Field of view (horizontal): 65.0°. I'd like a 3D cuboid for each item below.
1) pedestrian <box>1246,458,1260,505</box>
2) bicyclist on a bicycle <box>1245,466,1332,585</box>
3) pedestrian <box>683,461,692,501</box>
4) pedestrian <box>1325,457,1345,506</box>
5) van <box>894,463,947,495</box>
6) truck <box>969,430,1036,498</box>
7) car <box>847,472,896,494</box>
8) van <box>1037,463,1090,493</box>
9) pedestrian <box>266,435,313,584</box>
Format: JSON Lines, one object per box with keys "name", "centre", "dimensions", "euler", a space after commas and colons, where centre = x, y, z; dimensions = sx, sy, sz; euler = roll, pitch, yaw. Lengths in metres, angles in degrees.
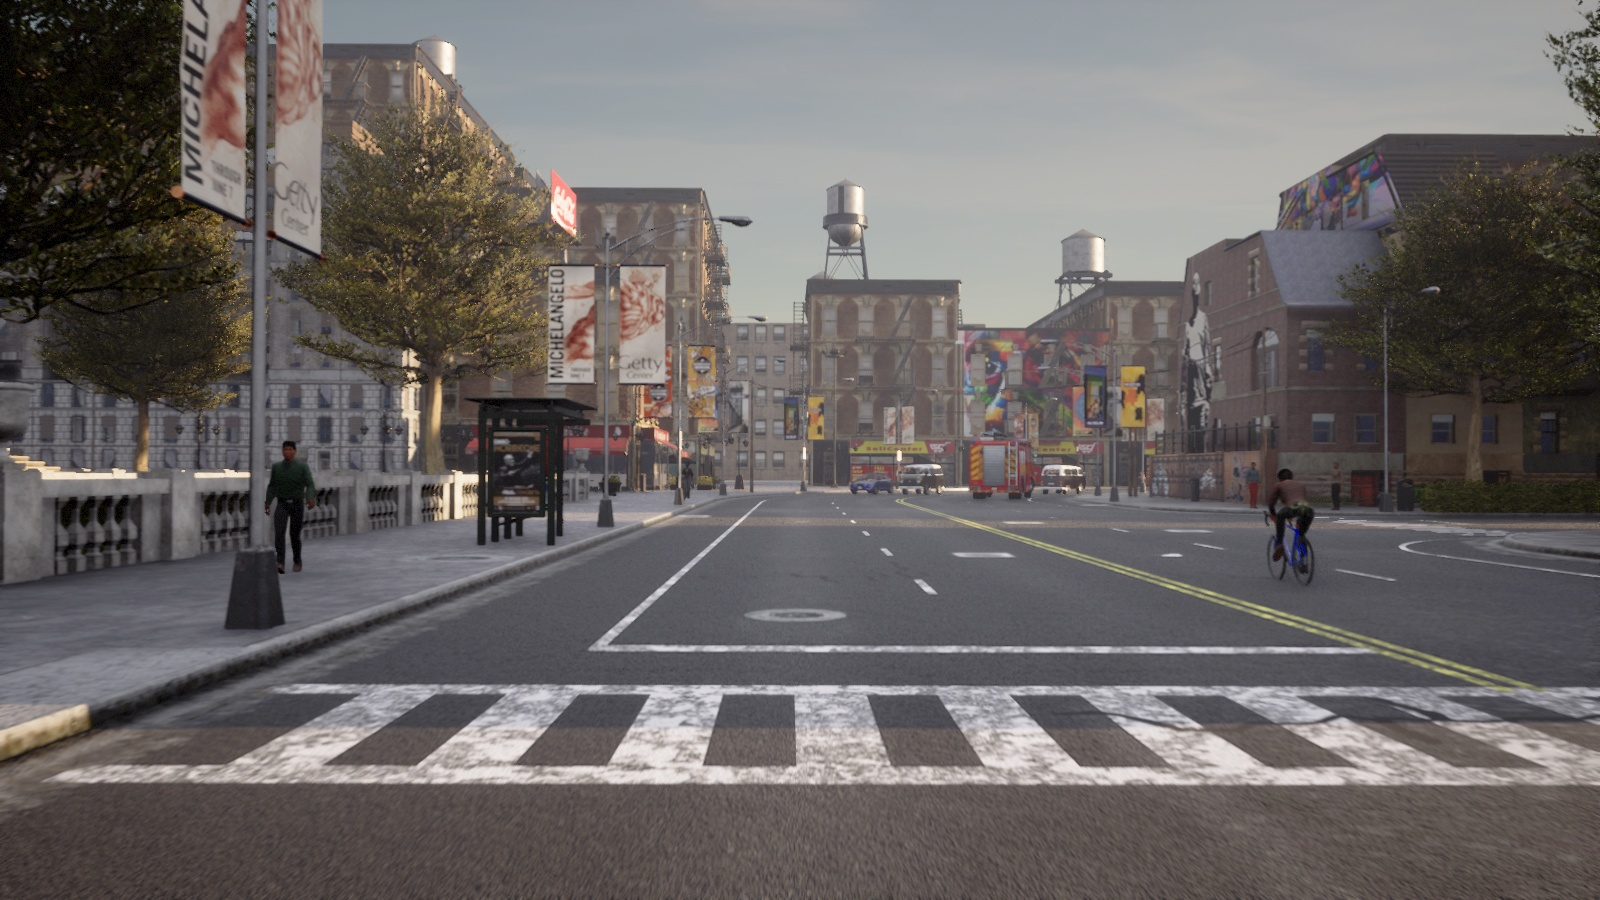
{"name": "pedestrian", "centre": [17.702, 1.224, 49.059], "dimensions": [0.353, 1.847, 0.614], "euler": [0, -1, 3]}
{"name": "bicyclist on a bicycle", "centre": [6.957, 1.041, 17.969], "dimensions": [0.582, 1.620, 1.656], "euler": [0, -1, 0]}
{"name": "pedestrian", "centre": [-5.551, 1.534, 61.979], "dimensions": [0.402, 1.930, 0.666], "euler": [0, -1, 2]}
{"name": "pedestrian", "centre": [20.005, 1.179, 46.945], "dimensions": [0.634, 1.846, 0.331], "euler": [0, -1, -20]}
{"name": "van", "centre": [8.110, 1.915, 83.933], "dimensions": [2.069, 2.038, 4.480], "euler": [-1, -1, 26]}
{"name": "truck", "centre": [12.142, 0.858, 74.834], "dimensions": [2.891, 3.827, 8.468], "euler": [-1, -1, 16]}
{"name": "car", "centre": [4.873, 2.240, 85.272], "dimensions": [1.816, 1.474, 4.193], "euler": [-1, -1, 26]}
{"name": "van", "centre": [18.461, 1.939, 87.847], "dimensions": [2.069, 2.038, 4.480], "euler": [-1, -1, 34]}
{"name": "pedestrian", "centre": [-6.848, 0.782, 16.873], "dimensions": [0.423, 1.949, 0.788], "euler": [0, -1, -10]}
